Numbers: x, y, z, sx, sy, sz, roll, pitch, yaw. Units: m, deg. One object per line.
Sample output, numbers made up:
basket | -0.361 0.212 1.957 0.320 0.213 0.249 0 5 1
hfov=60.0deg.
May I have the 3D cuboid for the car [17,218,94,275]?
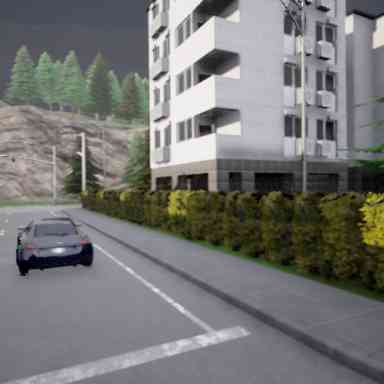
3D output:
car | -4.436 1.501 10.573 1.994 1.385 4.181 -1 1 -27
